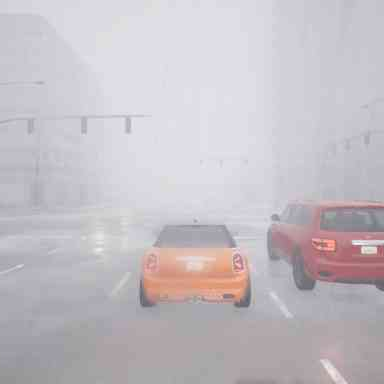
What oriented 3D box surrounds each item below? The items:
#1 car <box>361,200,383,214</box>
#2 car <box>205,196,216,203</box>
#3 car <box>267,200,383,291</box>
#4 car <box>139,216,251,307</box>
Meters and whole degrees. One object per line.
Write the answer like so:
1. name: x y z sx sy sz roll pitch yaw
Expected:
1. car: 20.540 1.564 35.269 4.181 1.385 1.994 0 0 1
2. car: 3.755 1.525 66.617 1.812 1.442 4.674 0 0 0
3. car: 3.556 1.221 9.134 2.150 2.045 5.566 0 0 3
4. car: 0.077 1.352 8.115 2.097 1.767 4.553 0 0 1
